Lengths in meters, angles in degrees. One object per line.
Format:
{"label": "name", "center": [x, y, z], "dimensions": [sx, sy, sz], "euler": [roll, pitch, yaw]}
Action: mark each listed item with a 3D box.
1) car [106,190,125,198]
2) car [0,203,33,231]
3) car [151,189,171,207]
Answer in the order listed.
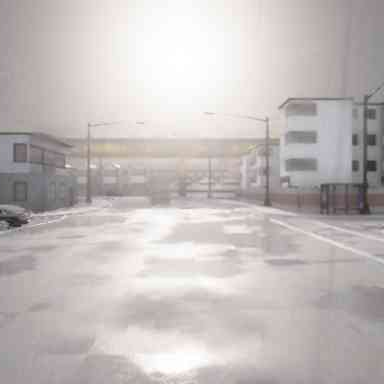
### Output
{"label": "car", "center": [-14.483, 0.399, 62.912], "dimensions": [1.837, 1.490, 4.892], "euler": [1, 0, -43]}
{"label": "car", "center": [-12.078, 1.484, 19.789], "dimensions": [4.892, 1.490, 1.837], "euler": [0, 7, 1]}
{"label": "car", "center": [-3.859, 0.709, 41.092], "dimensions": [2.150, 2.045, 5.566], "euler": [1, 2, -9]}
